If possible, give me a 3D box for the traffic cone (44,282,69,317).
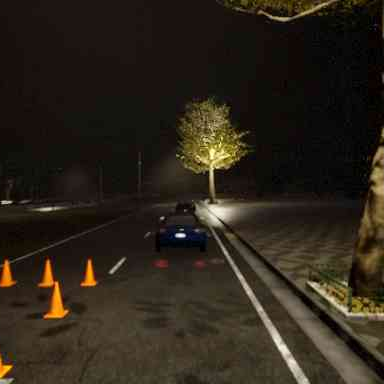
[{"bbox_3d":[-2.476,1.941,6.088,0.340,0.580,0.340,0,0,0],"label":"traffic cone"}]

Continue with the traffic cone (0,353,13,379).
[{"bbox_3d":[-2.459,1.945,4.088,0.340,0.580,0.340,0,0,0],"label":"traffic cone"}]

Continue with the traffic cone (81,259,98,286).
[{"bbox_3d":[-2.492,1.937,8.087,0.340,0.580,0.340,0,0,0],"label":"traffic cone"}]

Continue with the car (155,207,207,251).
[{"bbox_3d":[-0.430,1.531,13.961,1.994,1.385,4.181,0,0,0],"label":"car"}]

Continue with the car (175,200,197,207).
[{"bbox_3d":[-0.575,1.450,31.412,2.128,1.511,4.902,0,0,0],"label":"car"}]

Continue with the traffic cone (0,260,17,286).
[{"bbox_3d":[-4.492,1.940,8.071,0.340,0.580,0.340,0,0,0],"label":"traffic cone"}]
